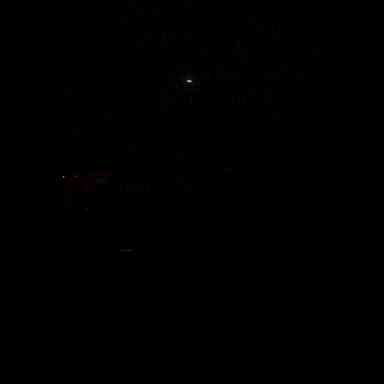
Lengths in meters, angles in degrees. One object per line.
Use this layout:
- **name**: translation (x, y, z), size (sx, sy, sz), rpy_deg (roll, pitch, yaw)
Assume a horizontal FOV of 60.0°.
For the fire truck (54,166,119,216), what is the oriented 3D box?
- **fire truck**: translation (-9.155, -0.074, 28.389), size (2.891, 3.827, 8.468), rpy_deg (-1, 1, -35)
